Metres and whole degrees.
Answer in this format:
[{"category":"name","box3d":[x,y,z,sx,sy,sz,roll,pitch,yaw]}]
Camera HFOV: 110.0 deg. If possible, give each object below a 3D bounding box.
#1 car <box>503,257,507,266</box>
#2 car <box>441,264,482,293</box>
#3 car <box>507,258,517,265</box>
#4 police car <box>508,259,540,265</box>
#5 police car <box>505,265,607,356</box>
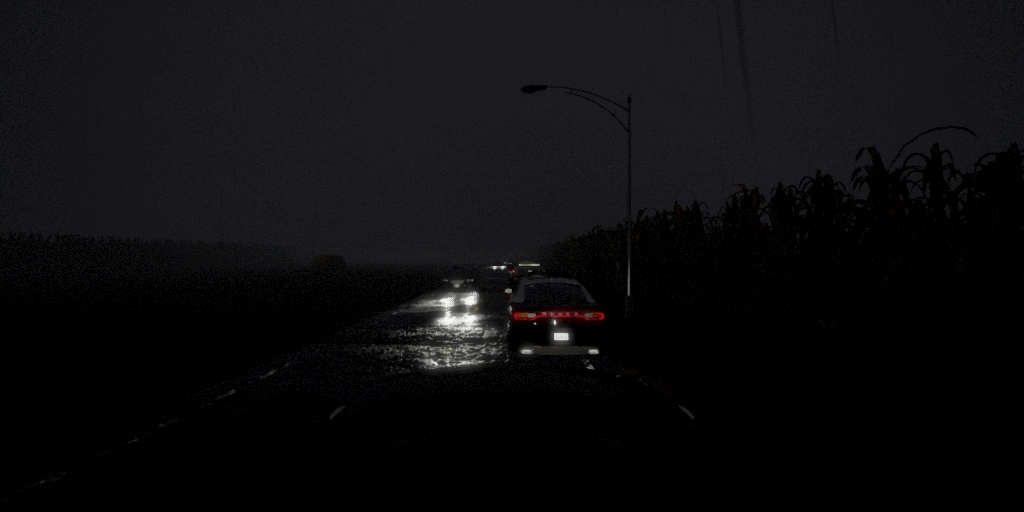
[{"category":"car","box3d":[0.249,1.179,51.232,2.128,1.511,4.902,0,0,1]},{"category":"car","box3d":[-2.774,1.230,20.555,2.128,1.511,4.902,0,0,0]},{"category":"car","box3d":[0.914,1.084,24.580,2.097,1.767,4.553,0,0,0]},{"category":"police car","box3d":[0.892,1.166,18.720,1.930,1.638,5.238,0,0,0]},{"category":"police car","box3d":[0.854,1.173,8.721,1.930,1.638,5.238,0,0,0]}]
